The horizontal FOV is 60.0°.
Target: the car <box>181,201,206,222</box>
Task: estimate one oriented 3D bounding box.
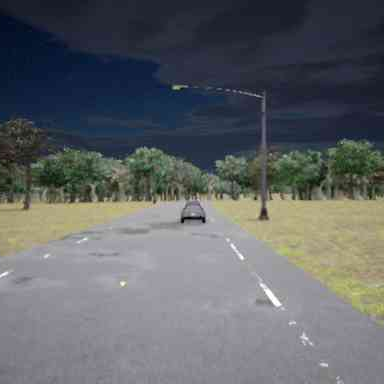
[{"bbox_3d":[0.101,1.690,27.510,1.994,1.385,4.181,0,0,0],"label":"car"}]

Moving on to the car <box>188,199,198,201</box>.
[{"bbox_3d":[0.131,1.684,45.857,2.128,1.511,4.902,0,0,0],"label":"car"}]
